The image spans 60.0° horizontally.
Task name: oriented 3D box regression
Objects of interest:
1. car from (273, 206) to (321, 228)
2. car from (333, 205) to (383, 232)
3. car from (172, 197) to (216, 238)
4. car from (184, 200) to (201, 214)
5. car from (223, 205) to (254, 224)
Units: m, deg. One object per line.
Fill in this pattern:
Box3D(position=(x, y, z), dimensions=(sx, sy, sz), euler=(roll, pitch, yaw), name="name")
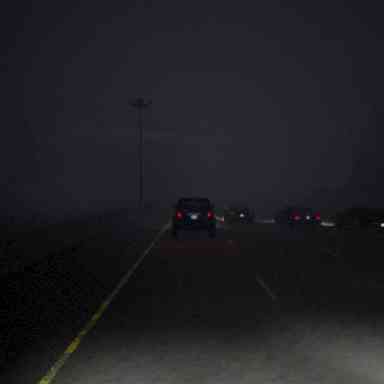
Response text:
Box3D(position=(7.101, 1.637, 22.874), dimensions=(2.033, 1.411, 5.357), euler=(0, 0, 0), name="car")
Box3D(position=(10.601, 1.586, 20.891), dimensions=(1.837, 1.490, 4.892), euler=(0, 0, 0), name="car")
Box3D(position=(0.101, 1.294, 18.462), dimensions=(2.150, 2.045, 5.566), euler=(0, 0, 0), name="car")
Box3D(position=(0.102, 1.673, 37.944), dimensions=(1.812, 1.442, 4.674), euler=(0, 0, 0), name="car")
Box3D(position=(3.601, 1.666, 26.027), dimensions=(1.994, 1.385, 4.181), euler=(0, 0, 0), name="car")
